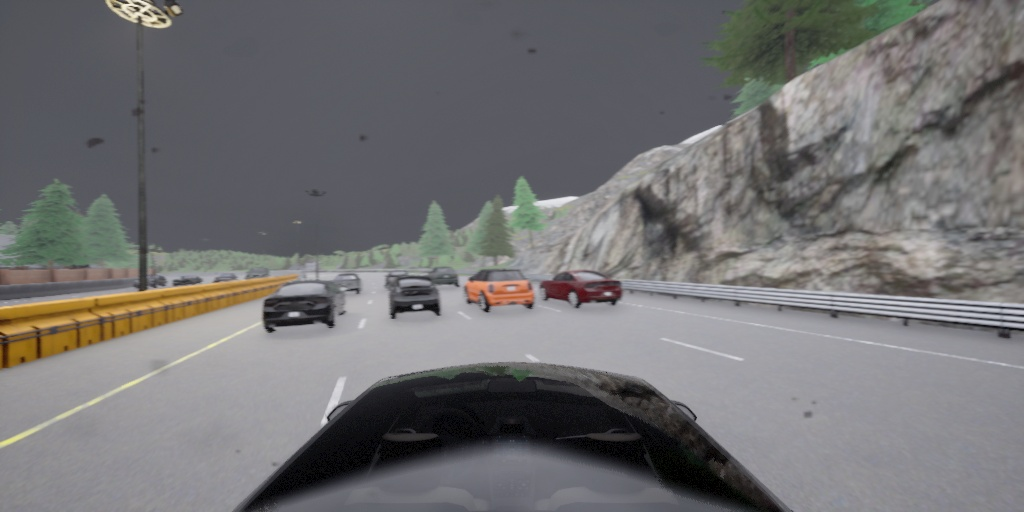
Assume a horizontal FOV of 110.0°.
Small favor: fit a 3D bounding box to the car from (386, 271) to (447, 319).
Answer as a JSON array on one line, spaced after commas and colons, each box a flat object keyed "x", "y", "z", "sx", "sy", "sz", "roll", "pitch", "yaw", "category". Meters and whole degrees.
[{"x": -4.052, "y": 1.549, "z": 14.674, "sx": 1.837, "sy": 1.490, "sz": 4.892, "roll": -1, "pitch": 0, "yaw": -19, "category": "car"}]

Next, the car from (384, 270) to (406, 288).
[{"x": -9.142, "y": 1.872, "z": 28.759, "sx": 2.128, "sy": 1.511, "sz": 4.902, "roll": -1, "pitch": -1, "yaw": -20, "category": "car"}]

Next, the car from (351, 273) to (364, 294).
[{"x": -11.690, "y": 1.955, "z": 25.531, "sx": 2.033, "sy": 1.411, "sz": 5.357, "roll": -1, "pitch": -1, "yaw": -20, "category": "car"}]

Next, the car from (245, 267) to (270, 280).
[{"x": -32.386, "y": 2.489, "z": 45.846, "sx": 2.150, "sy": 2.045, "sz": 5.566, "roll": -1, "pitch": -1, "yaw": -29, "category": "car"}]

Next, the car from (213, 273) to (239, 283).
[{"x": -36.166, "y": 2.916, "z": 45.500, "sx": 2.033, "sy": 1.411, "sz": 5.357, "roll": -1, "pitch": -1, "yaw": -29, "category": "car"}]

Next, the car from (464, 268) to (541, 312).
[{"x": -0.723, "y": 1.316, "z": 15.744, "sx": 2.097, "sy": 1.767, "sz": 4.553, "roll": -1, "pitch": -1, "yaw": -19, "category": "car"}]

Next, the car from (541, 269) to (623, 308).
[{"x": 2.871, "y": 1.346, "z": 16.061, "sx": 1.882, "sy": 1.535, "sz": 5.008, "roll": -1, "pitch": -1, "yaw": -19, "category": "car"}]

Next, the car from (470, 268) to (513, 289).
[{"x": -1.801, "y": 1.727, "z": 29.053, "sx": 2.033, "sy": 1.411, "sz": 5.357, "roll": -1, "pitch": -1, "yaw": -20, "category": "car"}]

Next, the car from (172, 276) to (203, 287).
[{"x": -38.795, "y": 3.009, "z": 42.985, "sx": 1.895, "sy": 1.301, "sz": 4.718, "roll": -1, "pitch": -1, "yaw": -29, "category": "car"}]

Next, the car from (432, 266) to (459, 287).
[{"x": -5.820, "y": 1.654, "z": 29.848, "sx": 2.097, "sy": 1.767, "sz": 4.553, "roll": -1, "pitch": -1, "yaw": -20, "category": "car"}]

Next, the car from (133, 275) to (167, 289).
[{"x": -42.229, "y": 2.981, "z": 41.948, "sx": 2.128, "sy": 1.511, "sz": 4.902, "roll": -1, "pitch": -1, "yaw": -29, "category": "car"}]

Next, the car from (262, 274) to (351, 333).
[{"x": -7.042, "y": 1.576, "z": 12.607, "sx": 1.882, "sy": 1.535, "sz": 5.008, "roll": -1, "pitch": -1, "yaw": -19, "category": "car"}]
